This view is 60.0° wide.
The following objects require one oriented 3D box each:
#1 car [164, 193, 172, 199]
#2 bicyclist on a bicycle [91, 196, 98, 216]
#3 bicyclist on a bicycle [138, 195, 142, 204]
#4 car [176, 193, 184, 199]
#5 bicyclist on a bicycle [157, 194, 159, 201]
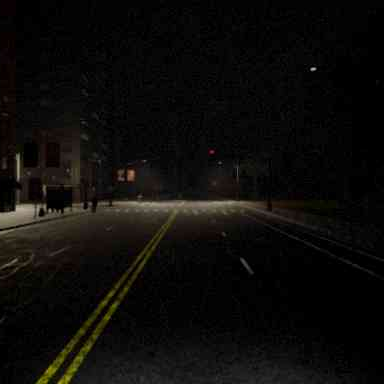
[{"bbox_3d":[-6.535,1.112,90.890,1.812,1.442,4.674,0,0,0],"label":"car"},{"bbox_3d":[-8.760,1.218,29.715,0.659,1.776,1.843,0,0,0],"label":"bicyclist on a bicycle"},{"bbox_3d":[-8.774,1.218,56.062,0.866,1.612,1.509,0,0,0],"label":"bicyclist on a bicycle"},{"bbox_3d":[-3.285,1.113,90.891,2.128,1.511,4.902,0,0,0],"label":"car"},{"bbox_3d":[-8.782,1.397,85.334,0.582,1.620,1.656,0,1,0],"label":"bicyclist on a bicycle"}]
